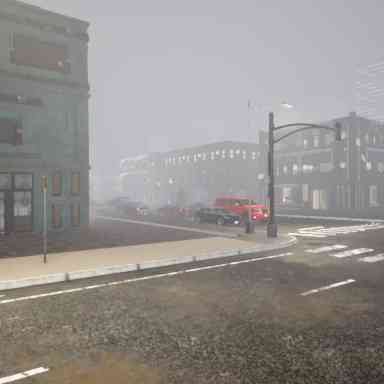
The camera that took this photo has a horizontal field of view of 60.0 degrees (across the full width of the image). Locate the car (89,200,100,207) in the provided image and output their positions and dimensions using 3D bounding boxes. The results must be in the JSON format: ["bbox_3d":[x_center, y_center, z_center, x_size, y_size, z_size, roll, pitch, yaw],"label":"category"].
[{"bbox_3d":[-18.293,2.268,64.045,1.895,1.301,4.718,-1,0,-35],"label":"car"}]

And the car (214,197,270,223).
[{"bbox_3d":[3.939,1.445,27.207,2.150,2.045,5.566,-1,0,-35],"label":"car"}]

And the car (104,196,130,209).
[{"bbox_3d":[-12.082,1.774,55.293,2.150,2.045,5.566,-1,0,-35],"label":"car"}]

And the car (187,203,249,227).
[{"bbox_3d":[1.884,1.814,25.412,1.947,1.339,4.313,-1,0,-35],"label":"car"}]

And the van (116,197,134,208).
[{"bbox_3d":[-12.047,1.906,59.700,1.690,1.788,3.998,-1,0,-35],"label":"van"}]

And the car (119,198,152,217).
[{"bbox_3d":[-6.055,1.846,36.795,1.967,1.590,4.097,-1,0,-35],"label":"car"}]

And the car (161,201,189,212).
[{"bbox_3d":[-2.425,1.965,46.162,1.802,1.307,4.206,-2,0,-35],"label":"car"}]

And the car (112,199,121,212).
[{"bbox_3d":[-8.843,2.038,45.241,1.994,1.385,4.181,-1,0,-35],"label":"car"}]

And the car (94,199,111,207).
[{"bbox_3d":[-18.452,2.227,68.726,1.887,1.381,4.507,-1,0,-35],"label":"car"}]

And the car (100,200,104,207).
[{"bbox_3d":[-15.252,1.939,64.213,2.192,1.841,5.009,-1,0,-35],"label":"car"}]

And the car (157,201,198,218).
[{"bbox_3d":[-1.761,1.938,35.244,1.895,1.301,4.718,-1,0,-36],"label":"car"}]

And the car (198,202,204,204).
[{"bbox_3d":[0.779,1.903,41.650,1.802,1.307,4.206,-2,0,-35],"label":"car"}]
